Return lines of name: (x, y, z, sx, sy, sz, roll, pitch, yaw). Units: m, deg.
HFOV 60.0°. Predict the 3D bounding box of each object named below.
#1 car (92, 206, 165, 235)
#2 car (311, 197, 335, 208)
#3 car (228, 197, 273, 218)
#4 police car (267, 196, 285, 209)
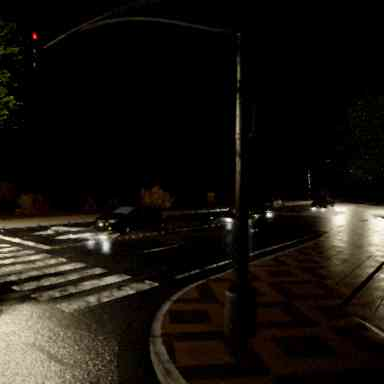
car: (-3.414, 1.476, 18.499, 1.994, 1.385, 4.181, 1, 1, 38)
car: (18.029, 1.429, 45.578, 2.033, 1.411, 5.357, 1, 1, 38)
car: (5.018, 1.424, 29.207, 1.812, 1.442, 4.674, 1, 1, 38)
police car: (9.290, 1.333, 39.730, 2.038, 1.542, 4.974, 1, 1, 38)
